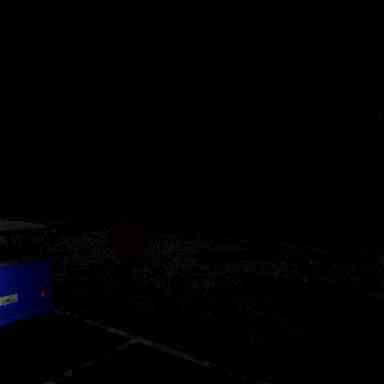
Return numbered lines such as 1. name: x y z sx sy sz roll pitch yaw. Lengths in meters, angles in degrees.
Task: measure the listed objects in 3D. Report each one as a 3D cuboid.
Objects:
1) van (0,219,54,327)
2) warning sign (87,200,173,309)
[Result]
1. van: -4.186 1.343 5.952 3.998 1.788 1.690 0 0 36
2. warning sign: -1.214 1.117 6.659 1.060 1.860 1.300 0 0 36
